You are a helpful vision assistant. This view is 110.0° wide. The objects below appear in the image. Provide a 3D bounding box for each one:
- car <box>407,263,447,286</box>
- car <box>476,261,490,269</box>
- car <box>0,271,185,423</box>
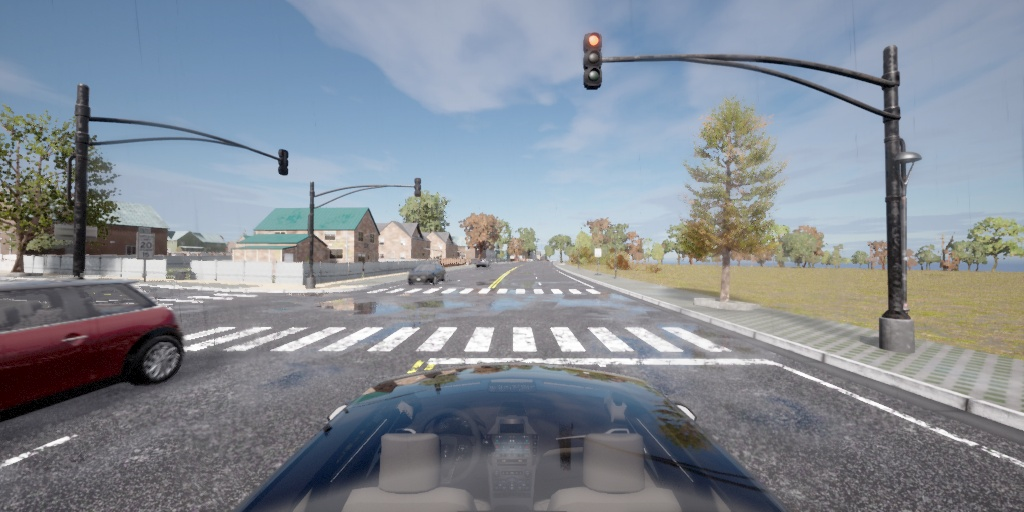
[{"bbox_3d":[-6.095,1.270,26.141,1.882,1.535,5.008,0,0,2],"label":"car"},{"bbox_3d":[-4.641,1.426,57.560,1.895,1.301,4.718,0,0,4],"label":"car"},{"bbox_3d":[-6.480,1.102,3.972,2.097,1.767,4.553,0,0,0],"label":"car"}]
